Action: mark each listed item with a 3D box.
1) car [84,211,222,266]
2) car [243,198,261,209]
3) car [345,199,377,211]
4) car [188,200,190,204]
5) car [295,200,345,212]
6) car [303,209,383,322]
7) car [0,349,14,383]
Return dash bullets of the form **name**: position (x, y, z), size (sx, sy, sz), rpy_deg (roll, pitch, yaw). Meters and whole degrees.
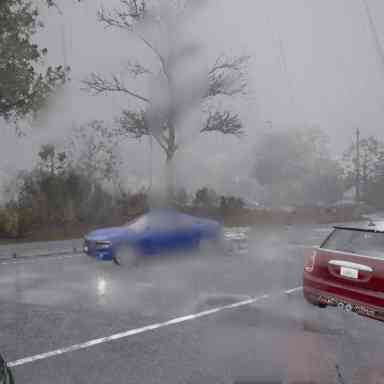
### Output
- **car**: position (-1.214, 1.477, 11.692), size (5.008, 1.535, 1.882), rpy_deg (0, 0, -35)
- **car**: position (7.568, 1.531, 46.460), size (2.128, 1.511, 4.902), rpy_deg (0, 0, -27)
- **car**: position (17.342, 1.526, 35.642), size (1.812, 1.442, 4.674), rpy_deg (0, 0, -30)
- **car**: position (-1.606, 1.576, 66.594), size (2.097, 1.767, 4.553), rpy_deg (0, 0, -22)
- **car**: position (13.365, 1.603, 35.493), size (1.895, 1.301, 4.718), rpy_deg (0, 0, -28)
- **car**: position (4.358, 1.352, 6.724), size (4.553, 1.767, 2.097), rpy_deg (0, 0, -34)
- **car**: position (-3.697, 1.221, 1.075), size (5.566, 2.045, 2.150), rpy_deg (0, 0, -35)
